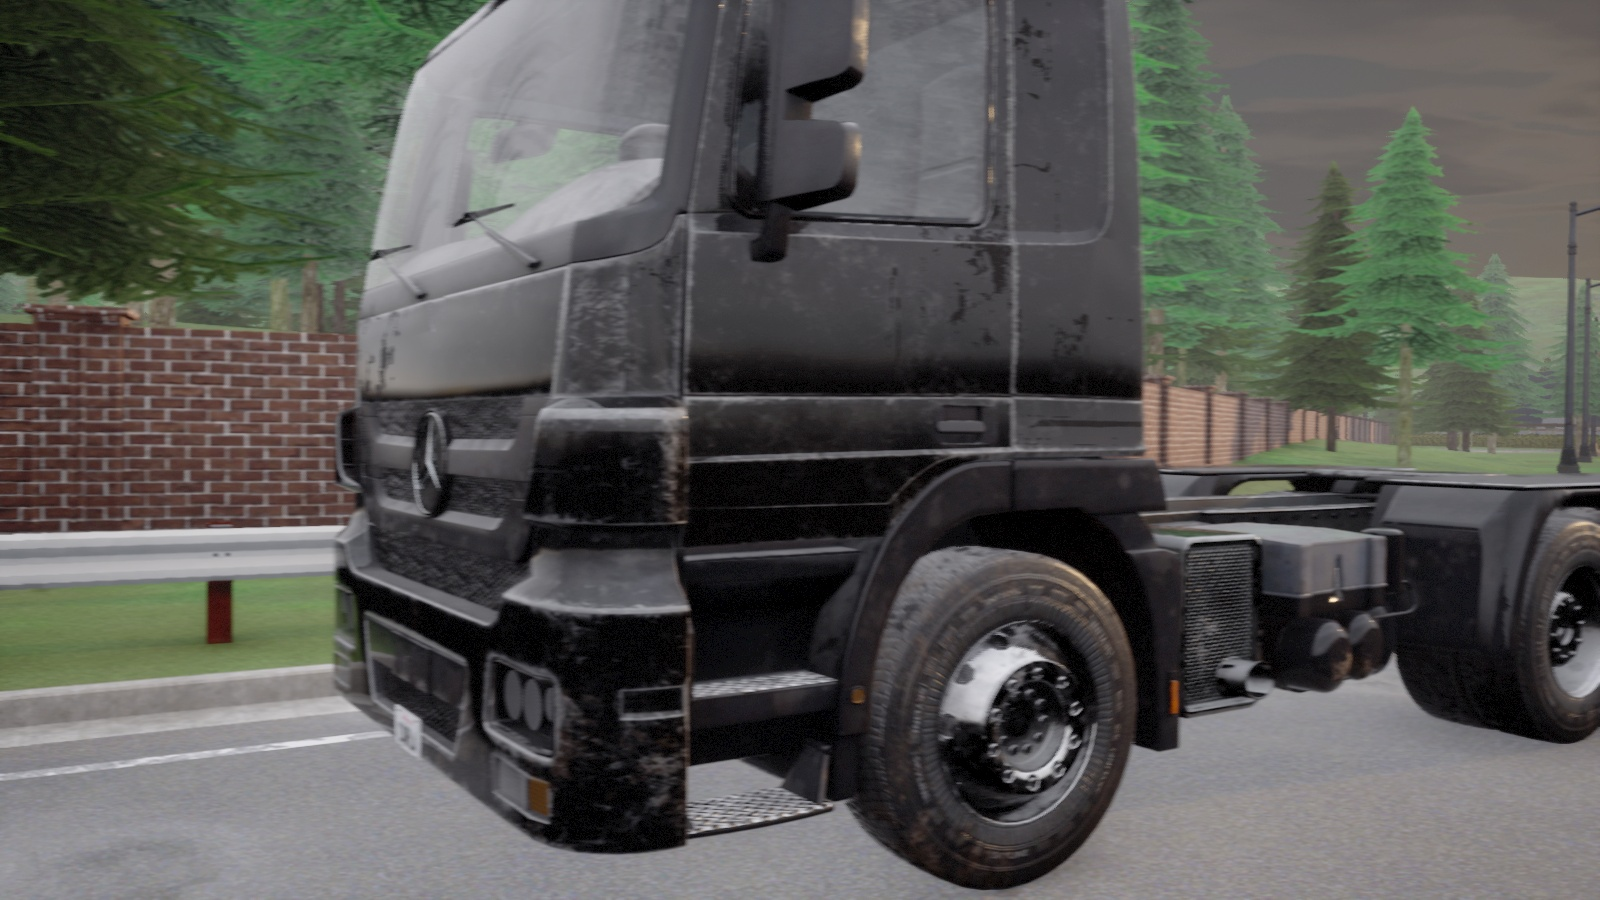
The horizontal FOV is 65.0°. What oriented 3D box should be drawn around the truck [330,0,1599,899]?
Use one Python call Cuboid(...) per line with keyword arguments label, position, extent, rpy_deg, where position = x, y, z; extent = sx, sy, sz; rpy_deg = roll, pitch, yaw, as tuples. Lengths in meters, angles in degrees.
Cuboid(label="truck", position=(2.019, -0.314, 6.630), extent=(7.936, 3.462, 2.891), rpy_deg=(-1, 1, -33))
